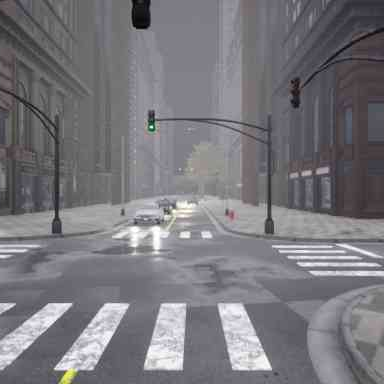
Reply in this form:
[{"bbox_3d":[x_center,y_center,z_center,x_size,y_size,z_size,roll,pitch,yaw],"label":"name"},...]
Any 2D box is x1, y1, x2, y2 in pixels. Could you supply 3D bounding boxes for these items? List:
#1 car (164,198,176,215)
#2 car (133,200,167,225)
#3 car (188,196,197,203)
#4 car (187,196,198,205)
[{"bbox_3d":[-3.084,1.562,34.861,2.033,1.411,5.357,0,0,0],"label":"car"},{"bbox_3d":[-3.088,1.533,24.451,1.812,1.442,4.674,0,0,0],"label":"car"},{"bbox_3d":[0.136,1.592,69.718,1.812,1.442,4.674,0,0,0],"label":"car"},{"bbox_3d":[0.119,1.597,59.368,2.033,1.411,5.357,0,0,0],"label":"car"}]
